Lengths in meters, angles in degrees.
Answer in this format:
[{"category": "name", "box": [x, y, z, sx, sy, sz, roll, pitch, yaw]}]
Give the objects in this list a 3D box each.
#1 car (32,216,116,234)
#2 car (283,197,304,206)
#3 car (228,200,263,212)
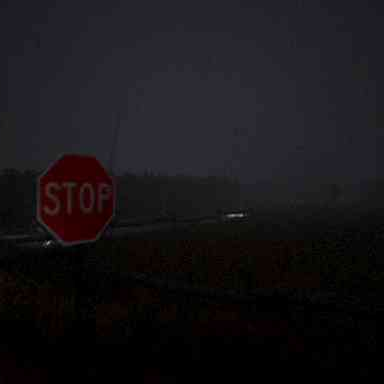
[{"category": "car", "box": [-6.572, 1.406, 18.889, 2.097, 1.767, 4.553, 0, 0, 36]}, {"category": "car", "box": [14.276, 1.386, 46.953, 2.033, 1.411, 5.357, 0, 1, 4]}, {"category": "car", "box": [5.911, 1.536, 36.153, 2.033, 1.411, 5.357, 0, 0, 36]}]
